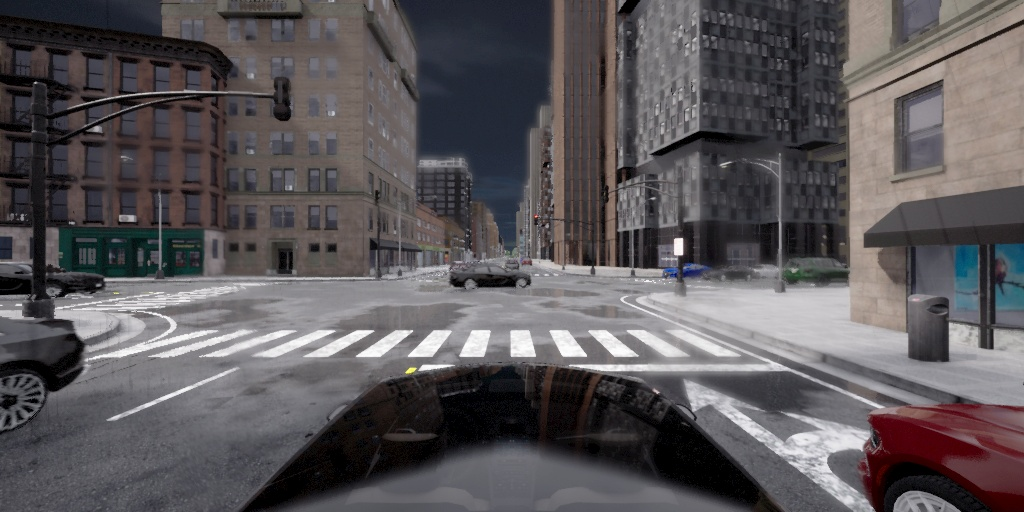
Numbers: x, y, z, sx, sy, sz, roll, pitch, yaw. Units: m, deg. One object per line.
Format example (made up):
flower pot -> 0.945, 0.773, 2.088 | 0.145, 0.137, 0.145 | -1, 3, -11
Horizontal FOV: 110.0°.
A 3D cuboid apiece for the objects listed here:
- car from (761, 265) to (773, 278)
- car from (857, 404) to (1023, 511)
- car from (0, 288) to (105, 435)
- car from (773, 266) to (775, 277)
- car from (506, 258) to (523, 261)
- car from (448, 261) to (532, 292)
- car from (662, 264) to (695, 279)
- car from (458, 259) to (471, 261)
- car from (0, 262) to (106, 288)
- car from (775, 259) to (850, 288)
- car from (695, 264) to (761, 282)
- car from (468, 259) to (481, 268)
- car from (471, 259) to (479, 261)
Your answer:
car -> 26.009, 1.639, 37.346 | 4.674, 1.442, 1.812 | 1, 0, -15
car -> 3.353, 1.228, 0.406 | 1.882, 1.535, 5.008 | 0, 0, 0
car -> -6.531, 1.242, 2.630 | 2.128, 1.511, 4.902 | 0, 0, 0
car -> 28.330, 1.593, 34.605 | 5.008, 1.535, 1.882 | 1, 0, -15
car -> -0.018, 1.251, 48.083 | 2.128, 1.511, 4.902 | 0, 0, 0
car -> -1.301, 1.232, 21.403 | 5.008, 1.535, 1.882 | 0, 0, -20
car -> 17.027, 1.487, 34.776 | 5.008, 1.535, 1.882 | 1, 0, -16
car -> -6.672, 1.284, 44.709 | 1.812, 1.442, 4.674 | 0, 0, 0
car -> -20.528, 0.983, 15.000 | 5.008, 1.535, 1.882 | 1, 0, -17
car -> 22.444, 1.215, 26.019 | 5.566, 2.045, 2.150 | 1, 0, -17
car -> 19.279, 1.514, 32.033 | 4.892, 1.490, 1.837 | 1, 0, -17
car -> -6.673, 1.325, 64.632 | 1.994, 1.385, 4.181 | 0, 0, 0
car -> -6.683, 1.252, 54.670 | 2.128, 1.511, 4.902 | 0, 0, 0
